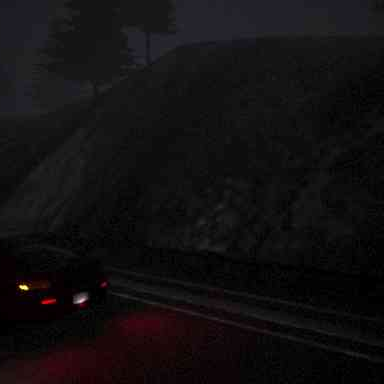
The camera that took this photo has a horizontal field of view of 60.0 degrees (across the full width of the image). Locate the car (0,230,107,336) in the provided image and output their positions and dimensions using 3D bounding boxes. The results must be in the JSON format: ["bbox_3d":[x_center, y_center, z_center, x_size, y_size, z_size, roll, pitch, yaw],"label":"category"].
[{"bbox_3d":[-3.661,1.490,6.495,4.674,1.442,1.812,0,0,34],"label":"car"}]
